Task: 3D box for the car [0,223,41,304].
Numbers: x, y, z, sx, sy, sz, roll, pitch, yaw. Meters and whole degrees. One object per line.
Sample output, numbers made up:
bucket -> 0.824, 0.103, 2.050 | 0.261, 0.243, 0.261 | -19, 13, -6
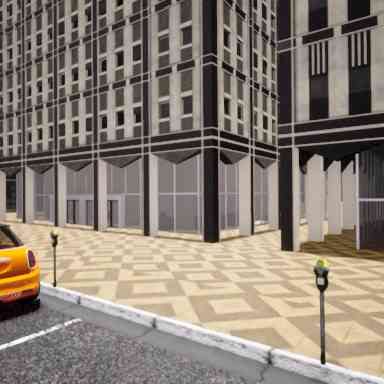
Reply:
car -> -5.223, 1.352, 6.951 | 4.553, 1.767, 2.097 | 0, 0, 35
